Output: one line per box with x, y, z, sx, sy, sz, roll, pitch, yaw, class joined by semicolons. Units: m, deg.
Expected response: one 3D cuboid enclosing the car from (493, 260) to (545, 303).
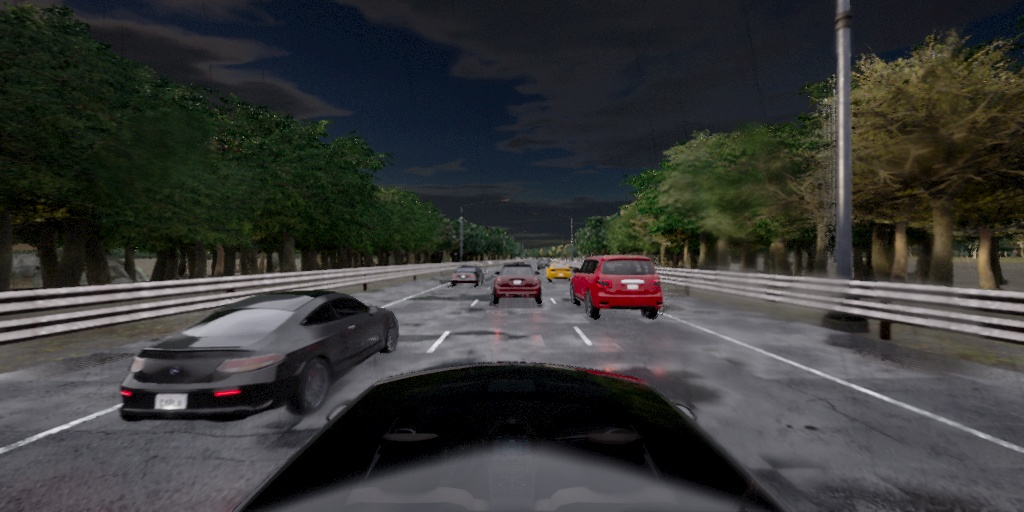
0.261;1.160;17.277;2.097;1.767;4.553;0;0;1;car

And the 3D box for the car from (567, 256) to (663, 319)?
3.589;1.013;13.234;2.150;2.045;5.566;0;0;1;car

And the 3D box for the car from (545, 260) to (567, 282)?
3.996;1.369;31.216;1.882;1.535;5.008;0;0;2;car

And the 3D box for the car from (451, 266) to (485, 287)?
-3.071;1.400;25.603;2.033;1.411;5.357;0;0;1;car

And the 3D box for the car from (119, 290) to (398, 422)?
-3.379;1.287;5.872;1.812;1.442;4.674;0;0;0;car
